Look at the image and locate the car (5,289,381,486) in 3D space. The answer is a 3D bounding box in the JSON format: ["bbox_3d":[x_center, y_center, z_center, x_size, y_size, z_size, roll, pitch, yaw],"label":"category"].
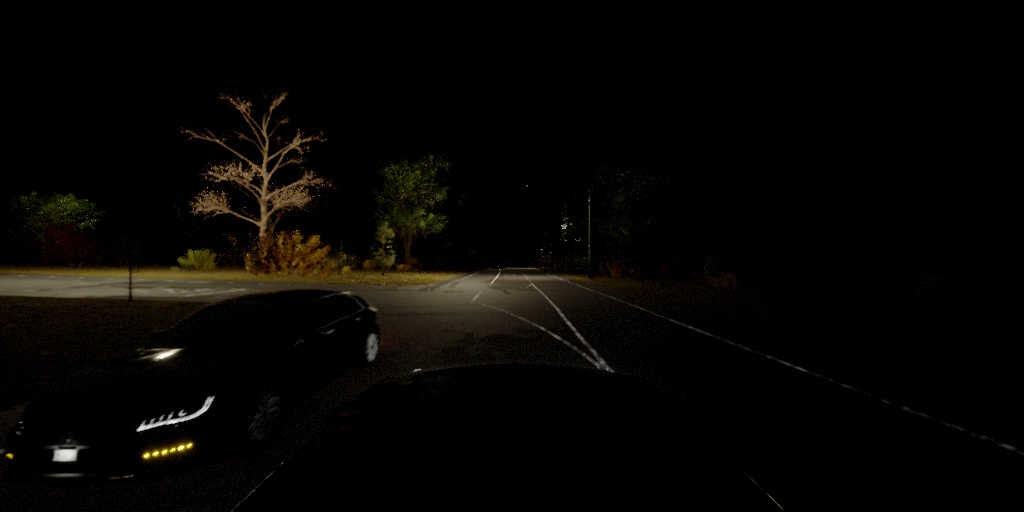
[{"bbox_3d":[-3.494,1.309,5.234,1.837,1.490,4.892,0,0,0],"label":"car"}]
